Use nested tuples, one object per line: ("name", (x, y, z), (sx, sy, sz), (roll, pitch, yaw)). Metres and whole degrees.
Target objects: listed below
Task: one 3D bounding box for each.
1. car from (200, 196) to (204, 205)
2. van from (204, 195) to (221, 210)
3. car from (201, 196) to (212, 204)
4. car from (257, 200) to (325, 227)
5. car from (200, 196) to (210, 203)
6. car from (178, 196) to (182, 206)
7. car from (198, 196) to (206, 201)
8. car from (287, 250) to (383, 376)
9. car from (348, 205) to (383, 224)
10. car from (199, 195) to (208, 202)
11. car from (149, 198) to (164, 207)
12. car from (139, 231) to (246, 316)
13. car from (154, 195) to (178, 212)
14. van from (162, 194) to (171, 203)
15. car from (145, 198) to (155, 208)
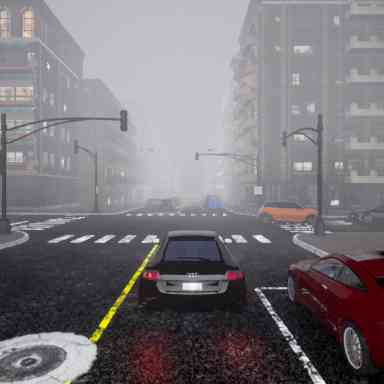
("car", (2.754, 1.367, 48.683), (2.192, 1.841, 5.009), (-1, 0, 0))
("van", (2.839, 1.381, 43.186), (1.690, 1.788, 3.998), (-1, 0, 0))
("car", (2.724, 1.538, 65.245), (1.967, 1.590, 4.097), (-1, 0, 0))
("car", (6.928, 1.428, 23.502), (4.553, 1.767, 2.097), (1, 0, 14))
("car", (2.729, 1.662, 70.765), (1.887, 1.381, 4.507), (-1, 0, 0))
("car", (-3.053, 1.545, 54.892), (1.882, 1.535, 5.008), (0, 0, 0))
("car", (2.815, 1.768, 92.853), (1.947, 1.339, 4.313), (-1, 0, 0))
("car", (2.796, 1.582, 5.284), (1.802, 1.307, 4.206), (0, 0, 0))
("car", (14.624, 1.727, 26.199), (4.181, 1.385, 1.994), (1, 0, 0))
("car", (2.783, 1.597, 81.808), (1.967, 1.590, 4.097), (-1, 0, 0))
("car", (-5.806, 1.631, 54.260), (1.947, 1.339, 4.313), (-1, 0, 0))
("car", (0.007, 1.564, 7.623), (1.994, 1.385, 4.181), (0, 0, 0))
("car", (-3.047, 1.512, 39.761), (1.882, 1.535, 5.008), (0, 0, -1))
("van", (-5.795, 1.478, 76.354), (1.690, 1.788, 3.998), (-1, 0, 0))
("car", (-5.809, 1.634, 48.738), (1.802, 1.307, 4.206), (-1, 0, 0))
